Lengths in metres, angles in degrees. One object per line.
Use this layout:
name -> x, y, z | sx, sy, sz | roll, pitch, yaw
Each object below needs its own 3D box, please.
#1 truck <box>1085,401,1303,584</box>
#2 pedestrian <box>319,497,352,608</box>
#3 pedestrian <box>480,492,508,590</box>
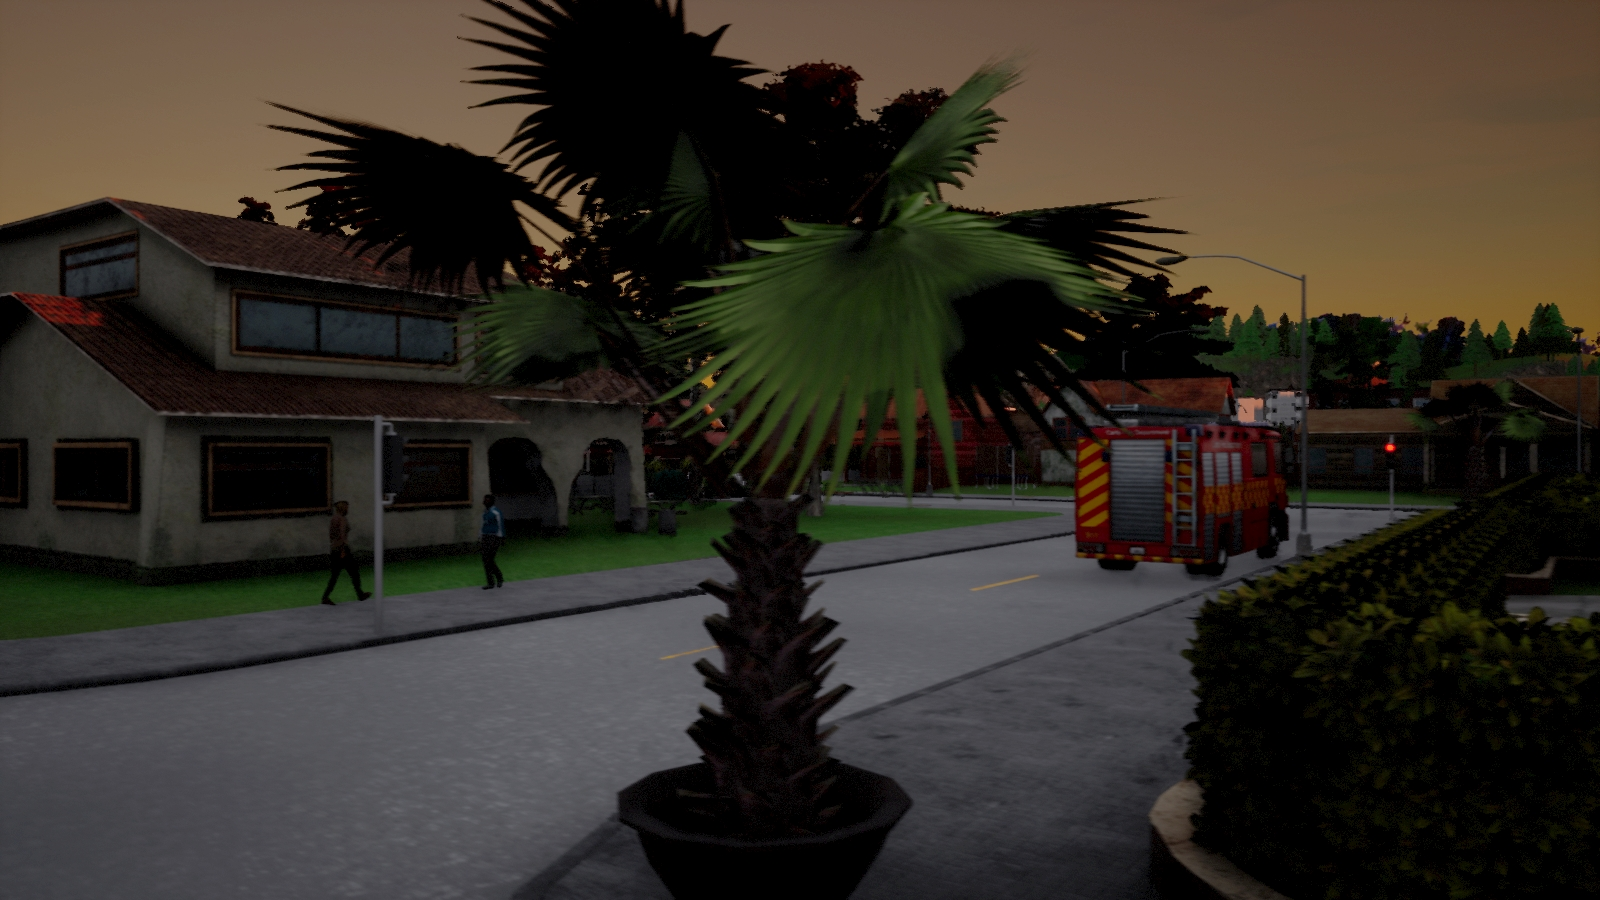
truck -> 10.012, 0.896, 28.269 | 2.891, 3.827, 8.468 | 0, 0, 35
pedestrian -> -7.952, 1.748, 19.571 | 0.375, 1.860, 0.375 | 0, 0, 35
pedestrian -> -5.939, 1.749, 22.185 | 0.375, 1.860, 0.375 | 0, 0, 26
